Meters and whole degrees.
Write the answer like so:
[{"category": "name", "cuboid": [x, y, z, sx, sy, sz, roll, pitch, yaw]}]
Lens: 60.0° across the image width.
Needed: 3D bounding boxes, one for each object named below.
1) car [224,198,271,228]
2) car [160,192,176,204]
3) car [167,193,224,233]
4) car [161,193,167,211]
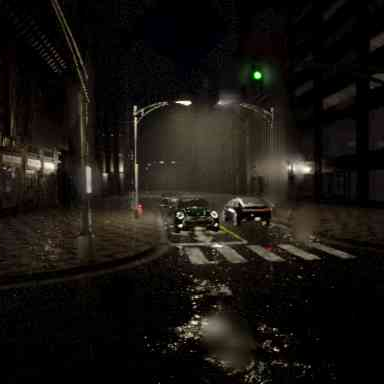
[{"category": "car", "cuboid": [2.982, 1.083, 19.023, 2.128, 1.511, 4.902, -1, 1, -7]}, {"category": "car", "cuboid": [-3.267, 0.782, 45.067, 1.994, 1.385, 4.181, -1, 1, -7]}, {"category": "car", "cuboid": [0.010, 1.019, 17.115, 2.097, 1.767, 4.553, -1, 1, -7]}, {"category": "car", "cuboid": [-1.024, 1.016, 25.831, 2.128, 1.511, 4.902, -1, 1, -7]}]
